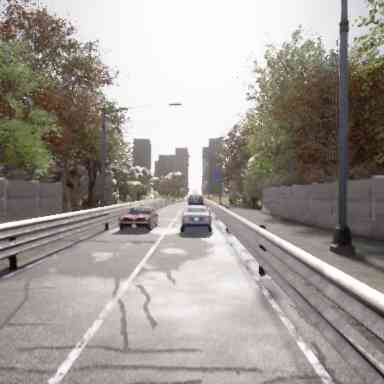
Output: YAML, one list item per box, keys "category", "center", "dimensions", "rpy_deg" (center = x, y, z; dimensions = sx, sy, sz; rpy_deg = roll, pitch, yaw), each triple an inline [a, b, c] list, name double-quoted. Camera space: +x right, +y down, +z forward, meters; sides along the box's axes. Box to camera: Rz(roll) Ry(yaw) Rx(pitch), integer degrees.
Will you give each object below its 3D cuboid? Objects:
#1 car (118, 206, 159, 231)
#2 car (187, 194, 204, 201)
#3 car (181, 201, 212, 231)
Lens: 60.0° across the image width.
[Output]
- category: "car"
  center: [-3.188, 1.572, 20.555]
  dimensions: [1.895, 1.301, 4.718]
  rpy_deg: [1, 0, 1]
- category: "car"
  center: [0.500, 1.349, 46.104]
  dimensions: [2.150, 2.045, 5.566]
  rpy_deg: [1, 0, 0]
- category: "car"
  center: [0.264, 1.549, 20.802]
  dimensions: [2.033, 1.411, 5.357]
  rpy_deg: [1, 0, 1]
